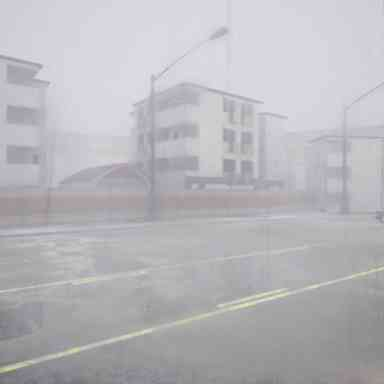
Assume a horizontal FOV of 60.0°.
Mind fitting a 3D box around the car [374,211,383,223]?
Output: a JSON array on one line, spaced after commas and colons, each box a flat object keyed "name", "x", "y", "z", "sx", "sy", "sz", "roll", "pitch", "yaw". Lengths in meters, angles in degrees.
[{"name": "car", "x": 15.839, "y": 1.640, "z": 24.142, "sx": 4.718, "sy": 1.301, "sz": 1.895, "roll": 0, "pitch": 0, "yaw": -11}]
